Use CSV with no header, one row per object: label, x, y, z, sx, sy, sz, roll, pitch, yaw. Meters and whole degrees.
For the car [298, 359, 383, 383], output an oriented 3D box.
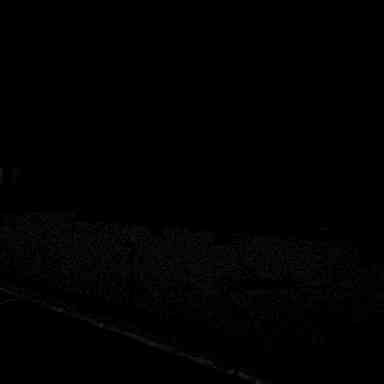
car,2.415,1.572,1.358,4.313,1.339,1.947,0,0,36
